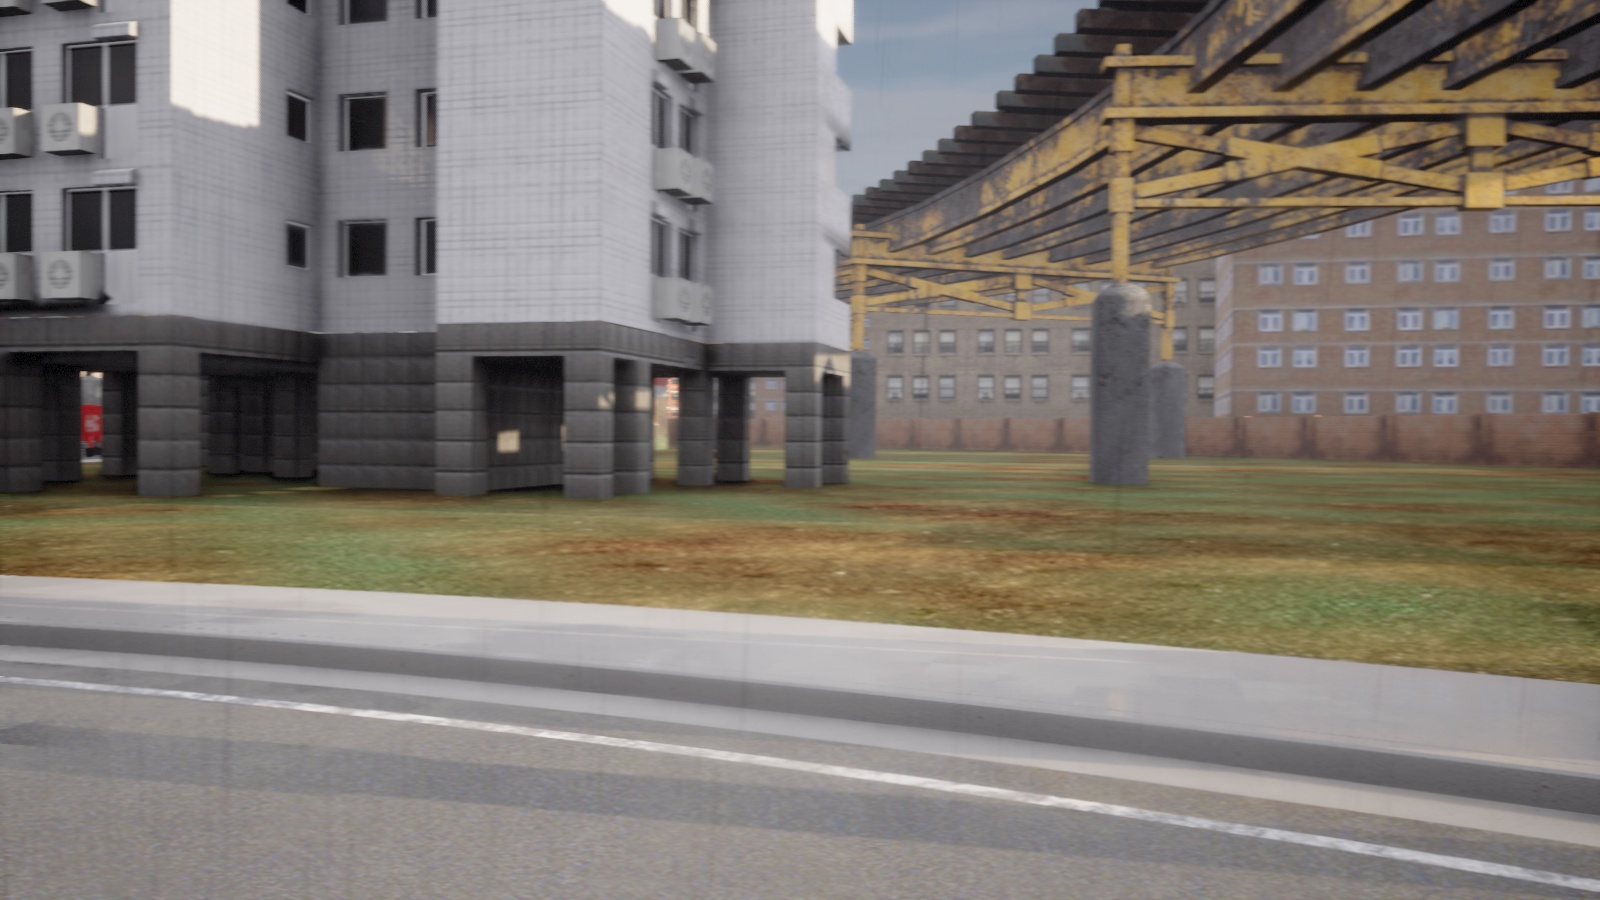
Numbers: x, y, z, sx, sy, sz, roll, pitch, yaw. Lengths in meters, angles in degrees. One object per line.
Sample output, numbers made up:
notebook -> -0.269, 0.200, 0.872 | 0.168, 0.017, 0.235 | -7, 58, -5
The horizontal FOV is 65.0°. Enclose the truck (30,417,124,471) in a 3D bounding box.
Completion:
truck -> -34.438, -0.315, 59.986 | 2.627, 2.467, 5.204 | -1, 1, -16
